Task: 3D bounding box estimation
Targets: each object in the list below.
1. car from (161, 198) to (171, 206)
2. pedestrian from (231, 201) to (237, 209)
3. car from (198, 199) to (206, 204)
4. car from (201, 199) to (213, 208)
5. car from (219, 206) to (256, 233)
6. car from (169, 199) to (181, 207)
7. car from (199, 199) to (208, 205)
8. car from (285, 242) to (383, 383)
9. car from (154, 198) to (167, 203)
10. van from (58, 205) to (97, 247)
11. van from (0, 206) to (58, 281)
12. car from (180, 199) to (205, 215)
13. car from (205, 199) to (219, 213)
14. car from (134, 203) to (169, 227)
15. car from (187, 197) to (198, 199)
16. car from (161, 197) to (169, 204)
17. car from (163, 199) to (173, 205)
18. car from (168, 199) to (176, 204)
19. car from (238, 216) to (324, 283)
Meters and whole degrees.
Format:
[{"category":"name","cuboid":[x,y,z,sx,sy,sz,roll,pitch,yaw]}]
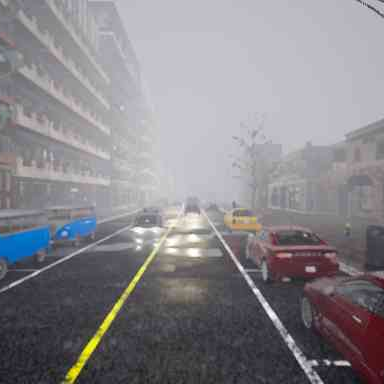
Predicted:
[{"category":"car","cuboid":[-5.651,2.189,72.463,1.967,1.590,4.097,0,-1,0]},{"category":"pedestrian","cuboid":[3.015,1.527,23.983,0.375,1.860,0.375,0,0,0]},{"category":"car","cuboid":[2.741,2.491,89.540,1.887,1.381,4.507,0,-1,0]},{"category":"car","cuboid":[2.723,2.063,61.061,1.967,1.590,4.097,0,-1,0]},{"category":"car","cuboid":[3.013,1.660,20.992,1.801,1.575,5.366,0,-1,0]},{"category":"car","cuboid":[-2.970,2.234,65.726,1.994,1.385,4.181,0,-1,0]},{"category":"car","cuboid":[2.734,2.365,78.149,2.008,1.369,4.403,0,-1,0]},{"category":"car","cuboid":[2.690,1.622,4.095,1.802,1.307,4.206,0,-1,0]},{"category":"car","cuboid":[-5.660,2.142,55.372,1.802,1.307,4.206,0,-1,0]},{"category":"van","cuboid":[-5.685,1.491,15.499,1.690,1.788,3.998,0,-1,0]},{"category":"van","cuboid":[-5.689,1.436,9.803,1.690,1.788,3.998,0,-1,0]},{"category":"car","cuboid":[0.067,1.875,38.836,2.128,1.511,4.902,0,-1,1]},{"category":"car","cuboid":[2.714,2.019,43.971,1.802,1.307,4.206,0,-1,0]},{"category":"car","cuboid":[-3.083,1.806,24.883,1.994,1.385,4.181,0,-1,0]},{"category":"car","cuboid":[0.032,1.744,51.972,2.150,2.045,5.566,0,-1,0]},{"category":"car","cuboid":[-5.655,2.000,66.767,2.192,1.841,5.009,0,-1,0]},{"category":"car","cuboid":[-5.646,2.364,78.158,2.008,1.369,4.403,0,-1,0]},{"category":"car","cuboid":[-5.636,2.580,95.247,1.947,1.339,4.313,0,-1,0]},{"category":"car","cuboid":[2.693,1.640,9.793,1.887,1.381,4.507,0,-1,0]}]
